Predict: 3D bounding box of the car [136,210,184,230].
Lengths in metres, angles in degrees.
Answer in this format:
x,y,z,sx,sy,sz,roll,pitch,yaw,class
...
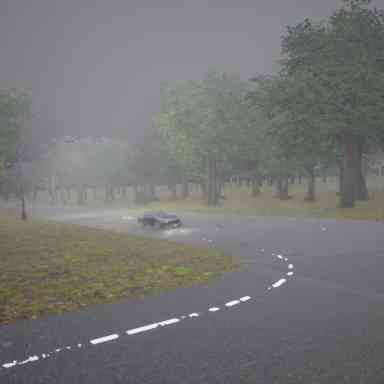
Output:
x,y,z,sx,sy,sz,roll,pitch,yaw,class
-2.771,2.203,27.474,2.033,1.411,5.357,-4,1,-34,car
